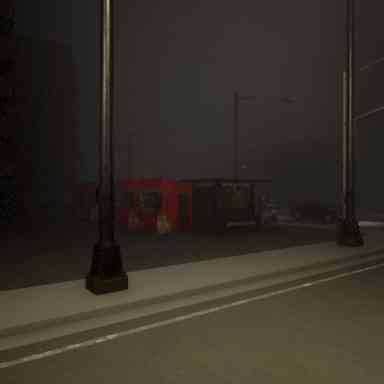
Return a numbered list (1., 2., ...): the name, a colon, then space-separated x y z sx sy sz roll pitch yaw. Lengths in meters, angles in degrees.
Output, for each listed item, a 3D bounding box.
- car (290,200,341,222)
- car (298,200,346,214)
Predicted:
1. car: 10.466 1.612 27.557 1.837 1.490 4.892 0 -1 -36
2. car: 15.237 1.676 39.177 2.128 1.511 4.902 0 -1 -36
